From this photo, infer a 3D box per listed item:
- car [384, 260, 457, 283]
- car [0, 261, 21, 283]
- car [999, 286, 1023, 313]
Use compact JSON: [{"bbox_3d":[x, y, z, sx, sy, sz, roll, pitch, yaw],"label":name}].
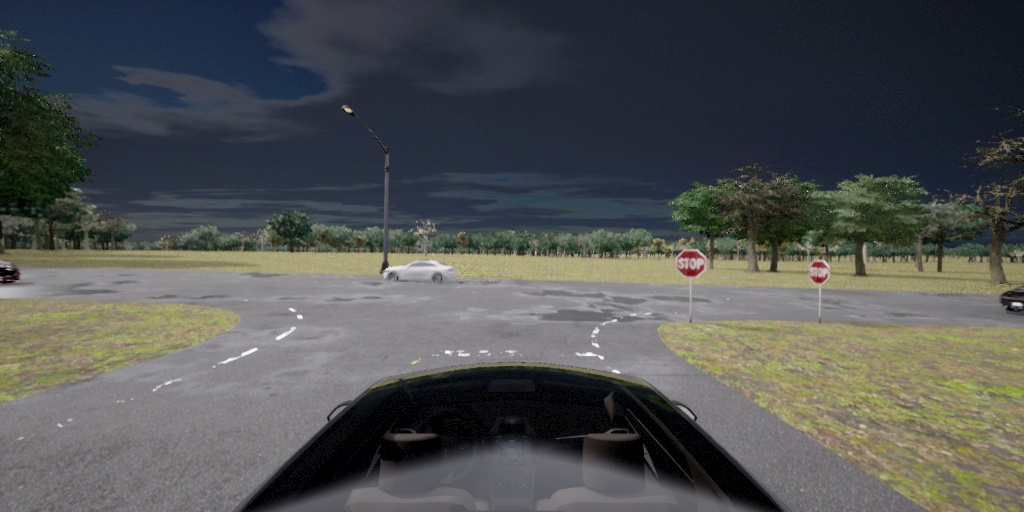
[{"bbox_3d":[-6.056,0.985,23.859,4.674,1.442,1.812,1,1,0],"label":"car"},{"bbox_3d":[-26.354,0.455,16.818,4.553,1.767,2.097,2,2,0],"label":"car"},{"bbox_3d":[26.171,2.100,16.851,4.892,1.490,1.837,2,2,0],"label":"car"}]
